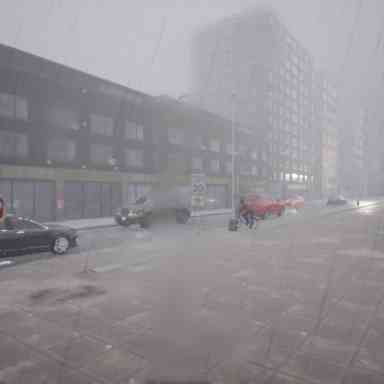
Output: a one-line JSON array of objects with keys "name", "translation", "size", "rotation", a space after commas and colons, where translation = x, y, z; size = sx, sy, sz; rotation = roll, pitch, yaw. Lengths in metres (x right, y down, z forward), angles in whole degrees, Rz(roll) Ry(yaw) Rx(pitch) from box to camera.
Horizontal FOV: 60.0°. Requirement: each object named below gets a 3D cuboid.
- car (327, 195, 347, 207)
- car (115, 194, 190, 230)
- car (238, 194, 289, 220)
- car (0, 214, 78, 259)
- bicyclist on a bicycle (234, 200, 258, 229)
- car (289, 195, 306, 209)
[{"name": "car", "translation": [22.177, 1.256, 50.801], "size": [2.097, 1.767, 4.553], "rotation": [0, 0, 35]}, {"name": "car", "translation": [-2.340, 1.170, 21.411], "size": [2.150, 2.045, 5.566], "rotation": [0, 0, 35]}, {"name": "car", "translation": [5.860, 1.162, 27.869], "size": [2.150, 2.045, 5.566], "rotation": [0, 0, 36]}, {"name": "car", "translation": [-6.146, 1.484, 10.962], "size": [1.837, 1.490, 4.892], "rotation": [0, 0, 35]}, {"name": "bicyclist on a bicycle", "translation": [2.963, 1.267, 18.758], "size": [1.656, 1.620, 0.582], "rotation": [0, 0, 35]}, {"name": "car", "translation": [13.041, 1.255, 42.939], "size": [2.097, 1.767, 4.553], "rotation": [0, 0, 36]}]
